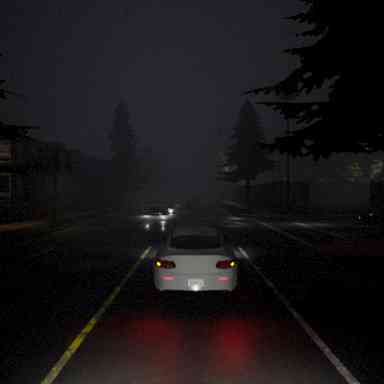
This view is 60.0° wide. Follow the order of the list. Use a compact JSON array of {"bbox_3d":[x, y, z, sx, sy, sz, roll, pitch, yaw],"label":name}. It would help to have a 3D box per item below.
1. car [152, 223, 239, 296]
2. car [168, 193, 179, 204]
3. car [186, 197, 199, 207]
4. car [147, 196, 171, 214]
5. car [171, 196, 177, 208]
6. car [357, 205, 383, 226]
[{"bbox_3d":[0.082,1.527,8.511,1.812,1.442,4.674,0,0,0],"label":"car"},{"bbox_3d":[-3.562,1.228,61.886,2.150,2.045,5.566,0,0,0],"label":"car"},{"bbox_3d":[0.094,1.483,50.273,1.882,1.535,5.008,0,0,0],"label":"car"},{"bbox_3d":[-3.601,1.482,35.099,1.882,1.535,5.008,0,0,0],"label":"car"},{"bbox_3d":[-3.598,1.606,47.246,1.895,1.301,4.718,0,0,0],"label":"car"},{"bbox_3d":[14.059,1.516,23.022,4.902,1.511,2.128,0,0,0],"label":"car"}]
